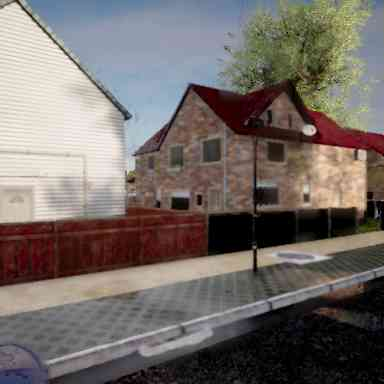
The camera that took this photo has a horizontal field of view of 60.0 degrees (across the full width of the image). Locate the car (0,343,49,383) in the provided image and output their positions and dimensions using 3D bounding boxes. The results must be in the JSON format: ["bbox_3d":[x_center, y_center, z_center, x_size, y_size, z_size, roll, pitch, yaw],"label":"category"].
[{"bbox_3d":[-2.842,1.532,1.025,4.674,1.442,1.812,-1,0,-36],"label":"car"}]
